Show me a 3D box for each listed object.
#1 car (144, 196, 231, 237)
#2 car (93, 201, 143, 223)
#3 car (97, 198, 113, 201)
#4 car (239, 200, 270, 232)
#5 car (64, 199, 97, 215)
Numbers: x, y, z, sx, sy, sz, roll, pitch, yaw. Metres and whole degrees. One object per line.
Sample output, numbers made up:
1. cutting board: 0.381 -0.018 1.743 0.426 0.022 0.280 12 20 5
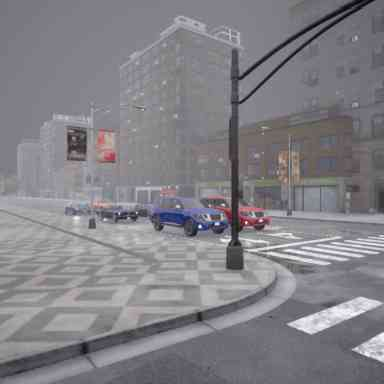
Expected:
1. car: -0.347 1.277 19.089 2.150 2.045 5.566 0 0 -36
2. car: -6.091 1.694 26.978 1.895 1.301 4.718 0 0 -36
3. car: -9.770 1.478 37.582 2.097 1.767 4.553 0 0 -36
4. car: 2.266 1.277 21.021 2.150 2.045 5.566 0 0 -36
5. car: -12.063 1.651 35.200 1.812 1.442 4.674 0 0 -36
